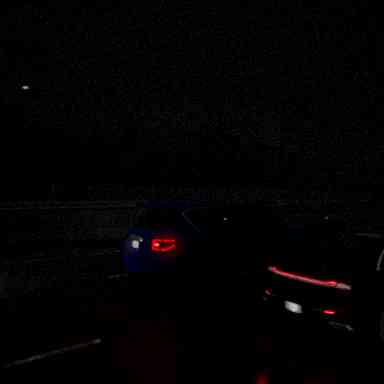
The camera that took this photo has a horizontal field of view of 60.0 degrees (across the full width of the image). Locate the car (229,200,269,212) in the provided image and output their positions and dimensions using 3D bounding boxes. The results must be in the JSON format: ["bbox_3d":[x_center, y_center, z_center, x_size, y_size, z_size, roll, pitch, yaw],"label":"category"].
[{"bbox_3d":[7.531,1.767,43.764,5.357,1.411,2.033,1,-1,-35],"label":"car"}]

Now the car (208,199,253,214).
[{"bbox_3d":[4.310,1.617,37.165,5.008,1.535,1.882,1,-1,-35],"label":"car"}]

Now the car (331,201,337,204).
[{"bbox_3d":[16.879,1.864,41.834,5.357,1.411,2.033,1,-1,-35],"label":"car"}]

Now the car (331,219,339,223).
[{"bbox_3d":[5.599,1.609,16.344,4.181,1.385,1.994,0,0,-36],"label":"car"}]

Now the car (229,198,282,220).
[{"bbox_3d":[5.683,1.458,29.546,4.553,1.767,2.097,1,0,-35],"label":"car"}]

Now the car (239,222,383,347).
[{"bbox_3d":[3.474,1.502,6.349,4.902,1.511,2.128,0,0,-36],"label":"car"}]

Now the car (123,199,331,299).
[{"bbox_3d":[0.974,1.231,8.727,5.566,2.045,2.150,0,0,-35],"label":"car"}]
